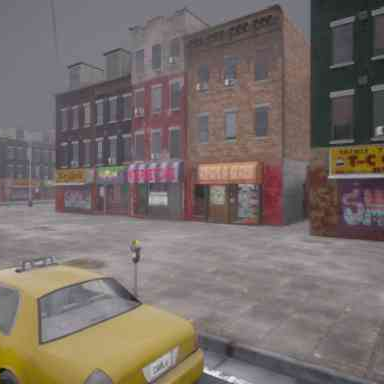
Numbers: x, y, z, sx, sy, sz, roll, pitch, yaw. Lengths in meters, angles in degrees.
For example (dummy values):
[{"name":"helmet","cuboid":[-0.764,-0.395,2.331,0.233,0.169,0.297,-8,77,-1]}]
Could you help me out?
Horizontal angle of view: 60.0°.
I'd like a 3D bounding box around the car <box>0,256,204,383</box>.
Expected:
[{"name":"car","cuboid":[-2.159,1.525,4.338,4.829,1.417,1.752,0,0,35]}]
